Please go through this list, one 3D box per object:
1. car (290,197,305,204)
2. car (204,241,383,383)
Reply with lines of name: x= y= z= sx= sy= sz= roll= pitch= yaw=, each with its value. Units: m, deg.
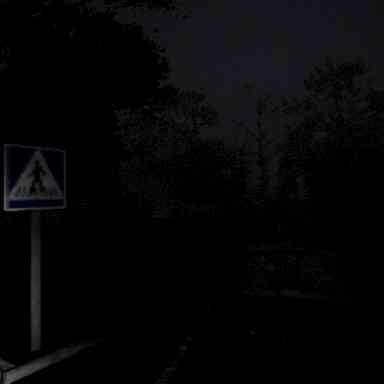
car: x=18.161 y=1.551 z=58.986 sx=5.357 sy=1.411 sz=2.033 roll=-2 pitch=1 yaw=-36
car: x=1.472 y=1.491 z=5.064 sx=2.231 sy=1.521 sz=4.892 roll=0 pitch=-1 yaw=15
